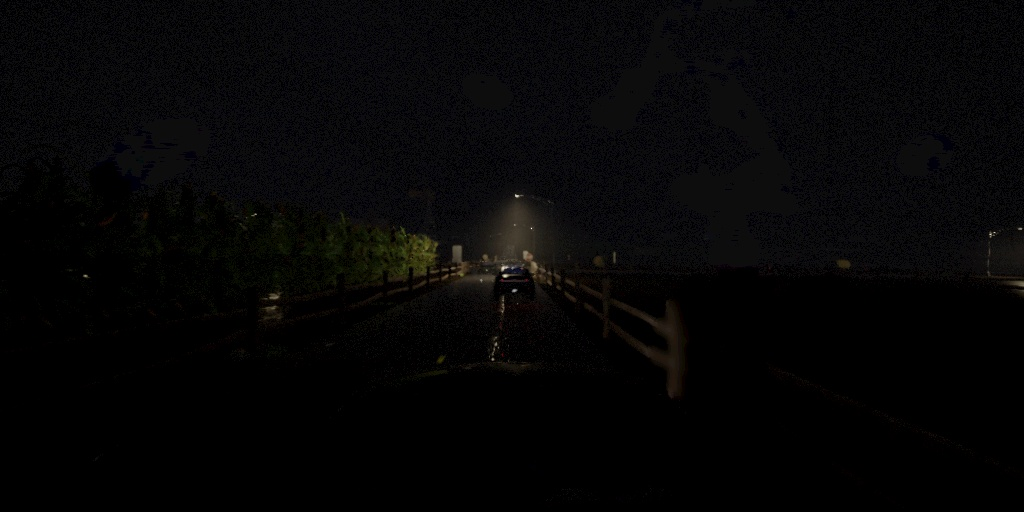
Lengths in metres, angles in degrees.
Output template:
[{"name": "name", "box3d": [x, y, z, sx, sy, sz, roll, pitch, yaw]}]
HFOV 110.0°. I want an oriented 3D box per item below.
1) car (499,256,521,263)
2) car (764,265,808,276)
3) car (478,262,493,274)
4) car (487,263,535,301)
[{"name": "car", "box3d": [0.108, 1.139, 33.501, 2.097, 1.767, 4.553, 0, 0, 0]}, {"name": "car", "box3d": [39.133, 2.013, 51.701, 4.892, 1.490, 1.837, 1, 2, 0]}, {"name": "car", "box3d": [-2.745, 1.359, 41.108, 1.994, 1.385, 4.181, 0, 0, 0]}, {"name": "car", "box3d": [0.104, 1.260, 17.571, 2.128, 1.511, 4.902, 0, 0, 0]}]
